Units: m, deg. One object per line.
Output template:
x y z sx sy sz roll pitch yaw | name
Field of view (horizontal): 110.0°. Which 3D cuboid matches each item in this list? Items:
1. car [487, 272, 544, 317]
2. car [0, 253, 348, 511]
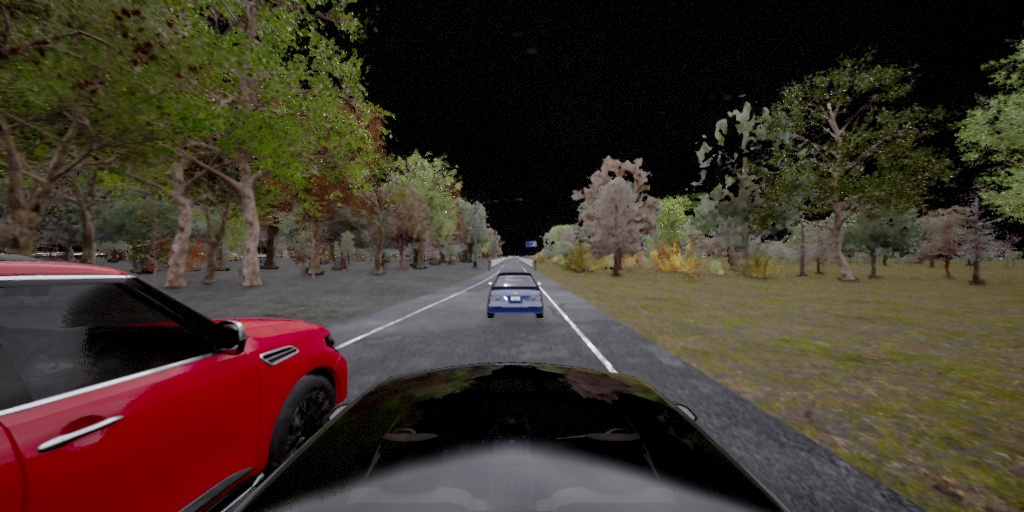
0.102 1.289 13.015 2.033 1.411 5.357 0 0 0 | car
-2.914 0.972 1.500 2.150 2.045 5.566 0 0 2 | car
